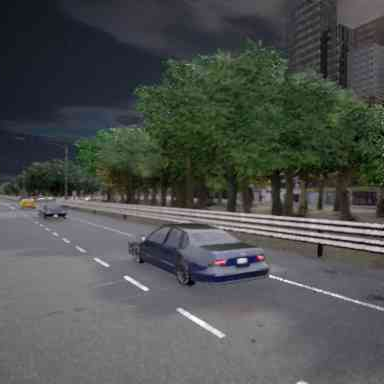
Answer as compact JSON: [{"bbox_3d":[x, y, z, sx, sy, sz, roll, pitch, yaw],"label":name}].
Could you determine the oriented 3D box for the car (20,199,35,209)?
[{"bbox_3d":[-25.781,1.801,52.120,1.882,1.535,5.008,0,-1,-29],"label":"car"}]

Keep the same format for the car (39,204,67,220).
[{"bbox_3d":[-13.026,1.798,30.893,1.895,1.301,4.718,1,-1,-31],"label":"car"}]

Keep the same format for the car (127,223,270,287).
[{"bbox_3d":[-0.157,1.636,9.756,2.033,1.411,5.357,1,-1,-31],"label":"car"}]
